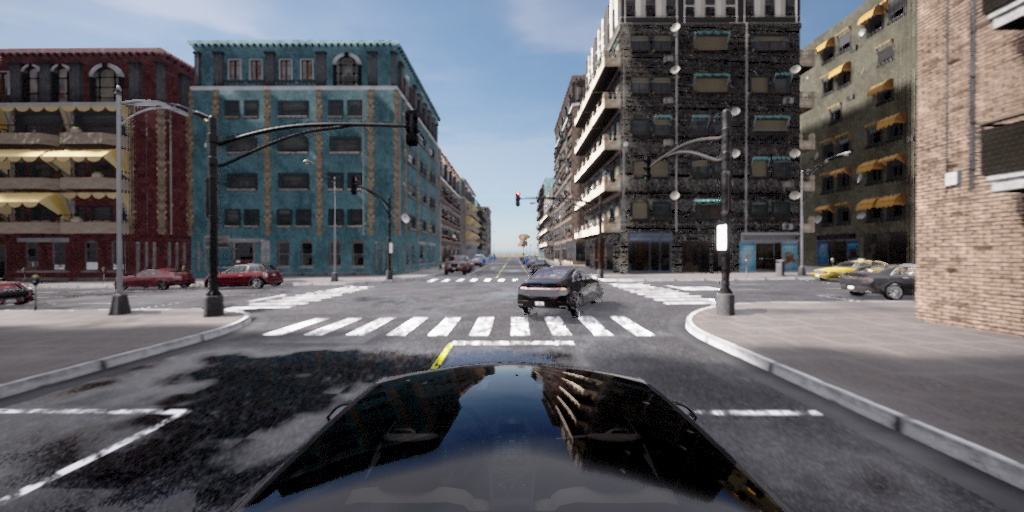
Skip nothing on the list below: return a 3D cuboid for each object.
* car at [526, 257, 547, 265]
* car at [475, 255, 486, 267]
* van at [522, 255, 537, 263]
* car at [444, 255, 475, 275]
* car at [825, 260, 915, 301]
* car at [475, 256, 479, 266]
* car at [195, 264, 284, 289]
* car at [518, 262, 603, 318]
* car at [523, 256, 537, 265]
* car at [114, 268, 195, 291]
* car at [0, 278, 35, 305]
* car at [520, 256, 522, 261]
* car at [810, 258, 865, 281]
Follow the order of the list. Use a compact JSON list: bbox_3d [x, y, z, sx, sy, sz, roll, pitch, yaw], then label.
[{"bbox_3d":[2.694,1.049,34.586,1.948,1.339,4.313,0,0,0],"label":"car"},{"bbox_3d":[-5.119,0.889,51.273,1.888,1.381,4.507,0,0,0],"label":"car"},{"bbox_3d":[2.761,0.684,51.242,1.690,1.789,3.998,0,0,0],"label":"van"},{"bbox_3d":[-5.187,0.799,34.617,2.192,1.841,5.009,0,0,0],"label":"car"},{"bbox_3d":[15.650,0.980,14.242,4.403,1.370,2.007,0,0,1],"label":"car"},{"bbox_3d":[-5.164,0.983,40.169,1.888,1.381,4.507,0,0,0],"label":"car"},{"bbox_3d":[-16.825,1.225,22.514,4.097,1.591,1.967,0,0,1],"label":"car"},{"bbox_3d":[1.836,1.119,12.632,2.128,1.511,4.902,-1,1,25],"label":"car"},{"bbox_3d":[2.739,0.972,45.690,1.802,1.307,4.207,0,0,0],"label":"car"},{"bbox_3d":[-22.374,1.436,22.575,4.207,1.307,1.802,0,0,1],"label":"car"},{"bbox_3d":[-22.444,1.343,14.691,4.097,1.591,1.967,0,0,1],"label":"car"},{"bbox_3d":[2.805,0.688,62.345,1.967,1.591,4.097,0,0,0],"label":"car"},{"bbox_3d":[21.212,0.835,22.057,4.829,1.417,1.751,0,0,1],"label":"car"}]
